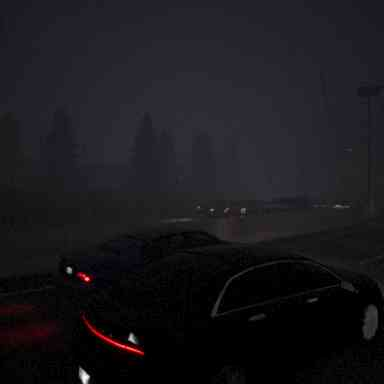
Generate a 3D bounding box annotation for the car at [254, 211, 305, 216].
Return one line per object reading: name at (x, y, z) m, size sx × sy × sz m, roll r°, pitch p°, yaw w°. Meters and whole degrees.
car at (7.226, 1.285, 25.134) m, size 2.150 × 2.045 × 5.566 m, roll 0°, pitch 0°, yaw 41°

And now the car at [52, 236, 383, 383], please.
car at (0.883, 1.518, 4.670) m, size 4.892 × 1.490 × 1.837 m, roll 0°, pitch 0°, yaw -38°

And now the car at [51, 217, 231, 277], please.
car at (-0.421, 1.571, 8.012) m, size 5.357 × 1.411 × 2.033 m, roll 0°, pitch 0°, yaw -39°

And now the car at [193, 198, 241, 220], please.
car at (2.337, 1.434, 30.234) m, size 2.097 × 1.767 × 4.553 m, roll 0°, pitch 0°, yaw 41°

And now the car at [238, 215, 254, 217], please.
car at (4.592, 1.425, 27.502) m, size 2.097 × 1.767 × 4.553 m, roll 0°, pitch 0°, yaw 41°
